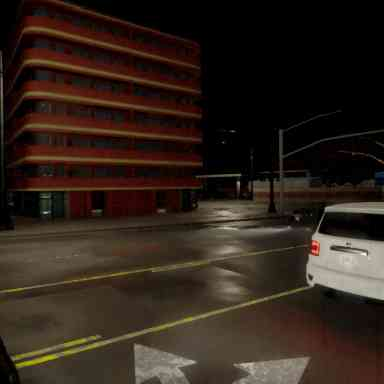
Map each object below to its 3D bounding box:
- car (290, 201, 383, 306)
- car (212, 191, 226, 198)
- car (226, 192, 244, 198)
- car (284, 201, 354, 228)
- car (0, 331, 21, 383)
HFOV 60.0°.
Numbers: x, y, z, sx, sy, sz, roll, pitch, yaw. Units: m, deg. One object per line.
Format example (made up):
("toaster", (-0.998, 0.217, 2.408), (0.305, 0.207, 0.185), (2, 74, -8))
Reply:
("car", (4.819, 1.217, 7.163), (5.566, 2.045, 2.150), (0, 0, -35))
("car", (7.477, 0.671, 89.353), (4.611, 1.667, 2.242), (-1, 1, -35))
("car", (11.443, 0.817, 85.126), (3.806, 1.475, 1.970), (-1, 1, -35))
("car", (8.856, 1.457, 23.033), (4.902, 1.511, 2.128), (0, 0, -35))
("car", (-3.682, 1.222, 1.126), (5.566, 2.045, 2.150), (0, 0, -35))
